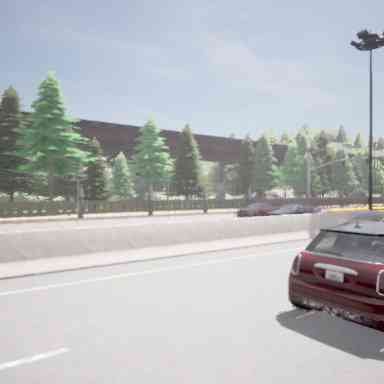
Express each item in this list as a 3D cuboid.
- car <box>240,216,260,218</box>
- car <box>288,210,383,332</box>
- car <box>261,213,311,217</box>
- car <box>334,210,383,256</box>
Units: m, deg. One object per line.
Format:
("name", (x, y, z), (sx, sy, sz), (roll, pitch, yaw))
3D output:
("car", (6.021, 1.628, 29.682), (4.181, 1.385, 1.994), (0, 0, -35))
("car", (4.019, 1.373, 6.614), (4.553, 1.767, 2.097), (0, 0, -36))
("car", (8.484, 1.677, 27.130), (5.357, 1.411, 2.033), (0, 0, -36))
("car", (8.169, 1.544, 13.881), (4.892, 1.490, 1.837), (1, -1, -36))
